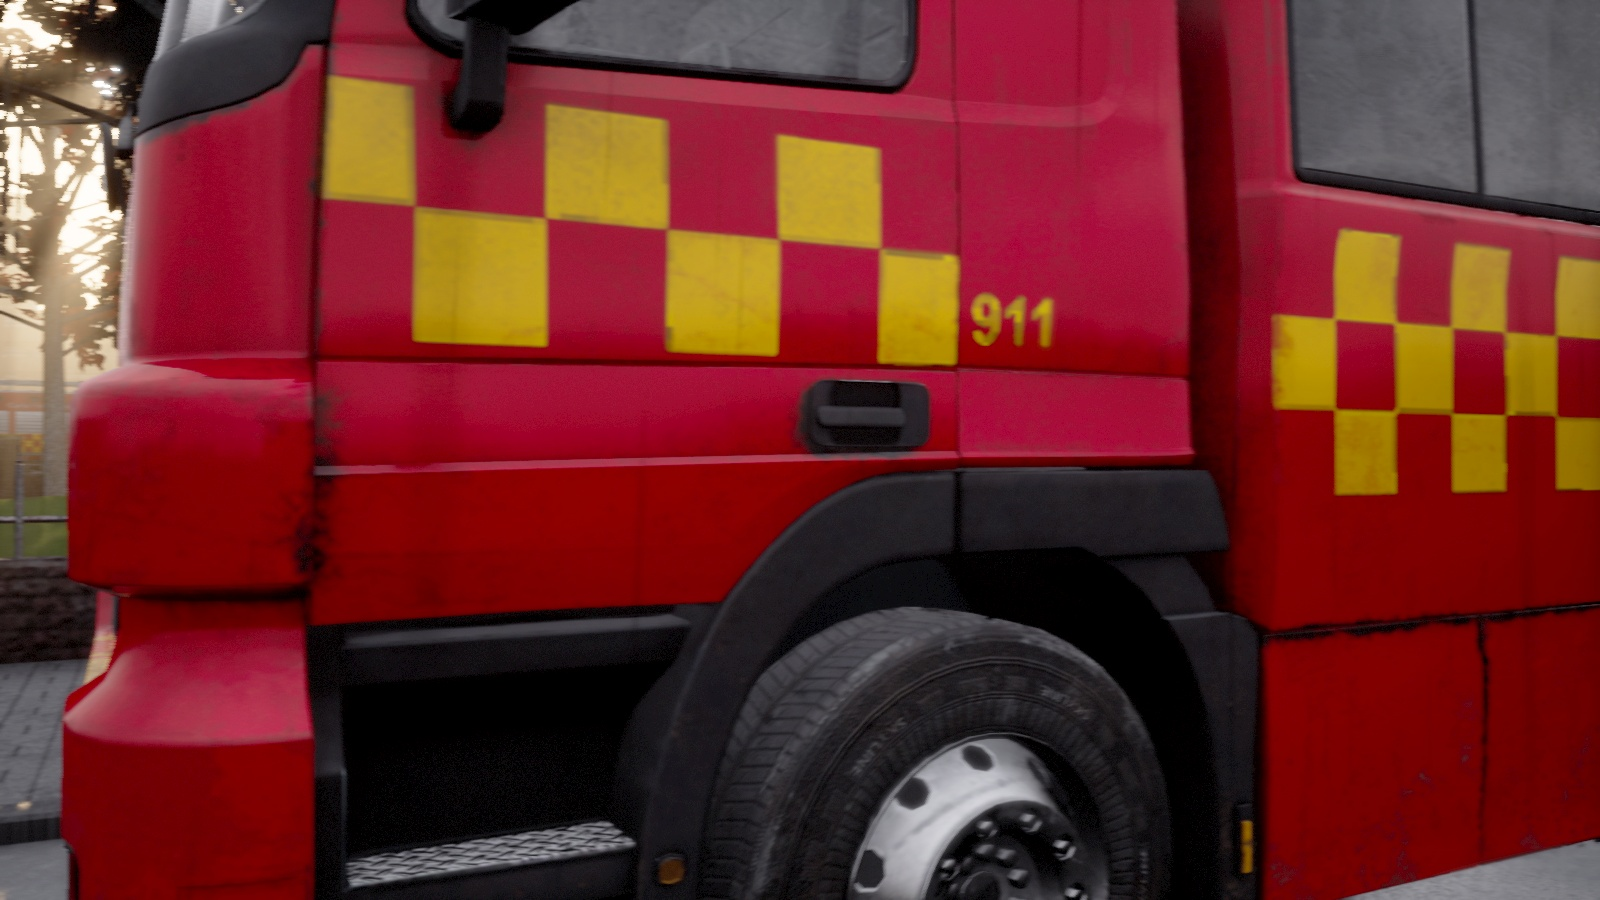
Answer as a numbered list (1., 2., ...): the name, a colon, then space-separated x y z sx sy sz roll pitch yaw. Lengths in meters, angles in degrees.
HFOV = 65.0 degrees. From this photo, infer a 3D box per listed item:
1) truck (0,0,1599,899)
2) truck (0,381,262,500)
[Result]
1. truck: 1.723 -0.412 4.844 8.468 3.827 2.891 0 0 -28
2. truck: -23.132 -0.306 43.053 8.468 3.827 2.891 0 0 -27
